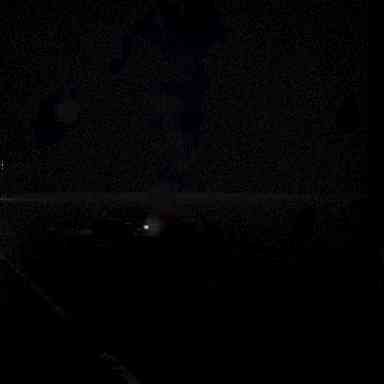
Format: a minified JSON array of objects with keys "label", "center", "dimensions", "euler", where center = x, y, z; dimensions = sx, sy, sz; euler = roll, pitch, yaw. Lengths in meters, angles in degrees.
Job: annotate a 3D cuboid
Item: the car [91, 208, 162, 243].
[{"label":"car","center":[-3.186,1.455,15.766],"dimensions":[1.994,1.385,4.181],"euler":[0,0,-38]}]
